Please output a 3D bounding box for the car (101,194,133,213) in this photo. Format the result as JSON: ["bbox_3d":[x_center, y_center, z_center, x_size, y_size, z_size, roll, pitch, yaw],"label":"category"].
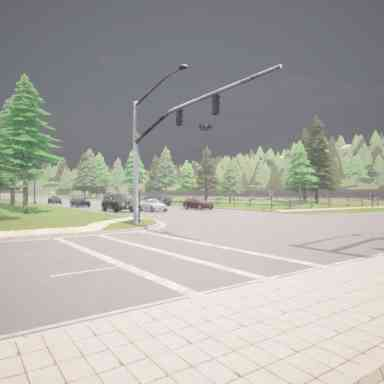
[{"bbox_3d":[-8.476,1.221,37.849,2.150,2.045,5.566,0,0,-36],"label":"car"}]

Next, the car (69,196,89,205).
[{"bbox_3d":[-21.142,1.548,62.042,2.033,1.411,5.357,0,0,-35],"label":"car"}]

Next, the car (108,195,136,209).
[{"bbox_3d":[-9.662,1.352,45.606,2.097,1.767,4.553,0,0,-35],"label":"car"}]

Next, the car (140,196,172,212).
[{"bbox_3d":[-4.607,1.526,38.449,1.812,1.442,4.674,0,0,-35],"label":"car"}]

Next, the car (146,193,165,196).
[{"bbox_3d":[-5.350,1.224,51.644,2.150,2.045,5.566,0,0,-35],"label":"car"}]

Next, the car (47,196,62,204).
[{"bbox_3d":[-25.969,1.520,62.873,1.837,1.490,4.892,0,0,-35],"label":"car"}]

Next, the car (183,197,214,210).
[{"bbox_3d":[0.780,1.478,42.926,1.882,1.535,5.008,0,0,-35],"label":"car"}]

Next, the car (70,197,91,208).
[{"bbox_3d":[-16.513,1.601,49.268,1.895,1.301,4.718,0,0,-35],"label":"car"}]
